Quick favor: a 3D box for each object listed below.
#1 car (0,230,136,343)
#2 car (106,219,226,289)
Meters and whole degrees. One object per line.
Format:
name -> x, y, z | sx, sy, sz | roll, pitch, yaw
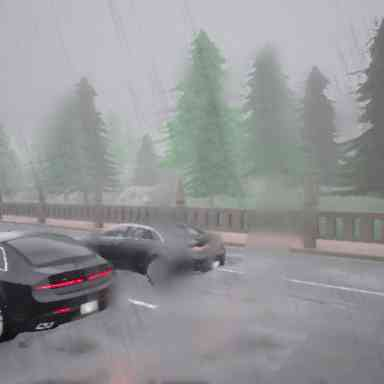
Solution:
car -> -3.553, 1.530, 6.524 | 4.892, 1.490, 1.837 | 0, 0, 36
car -> -1.414, 1.516, 9.297 | 4.902, 1.511, 2.128 | 0, 0, 36
